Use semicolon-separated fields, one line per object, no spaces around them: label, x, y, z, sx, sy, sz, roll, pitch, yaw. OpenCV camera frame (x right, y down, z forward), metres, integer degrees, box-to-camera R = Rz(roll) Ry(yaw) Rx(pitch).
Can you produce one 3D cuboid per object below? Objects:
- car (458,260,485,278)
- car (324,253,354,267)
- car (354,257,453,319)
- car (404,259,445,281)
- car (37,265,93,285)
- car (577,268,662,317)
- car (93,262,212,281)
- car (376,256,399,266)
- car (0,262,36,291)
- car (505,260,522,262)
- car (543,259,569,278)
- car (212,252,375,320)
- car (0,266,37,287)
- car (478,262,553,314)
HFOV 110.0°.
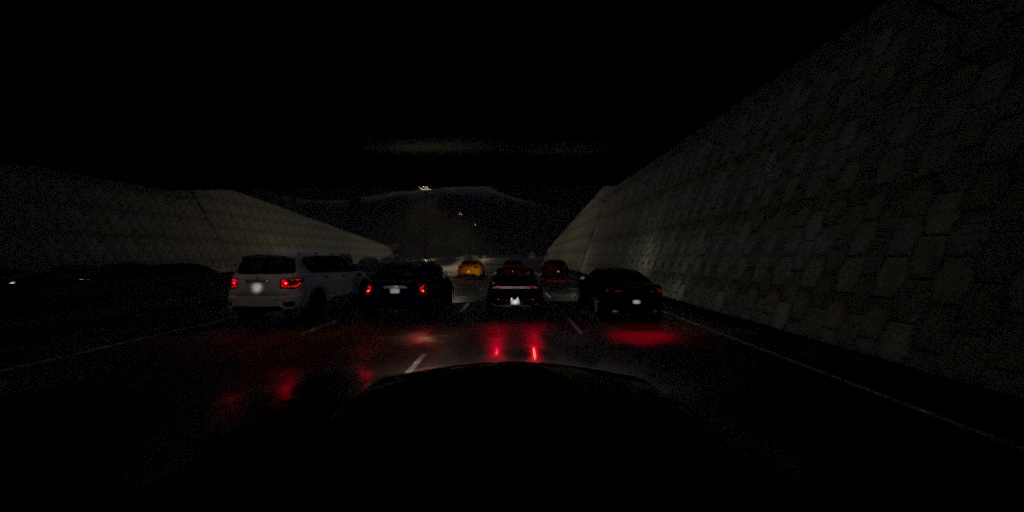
car;-3.387;1.036;30.483;1.882;1.535;5.008;0;0;0
car;-27.983;0.596;58.370;2.150;2.045;5.566;0;0;1
car;-3.402;1.029;12.542;2.097;1.767;4.553;0;0;0
car;-6.890;1.060;28.924;2.128;1.511;4.902;0;0;0
car;-21.096;1.110;19.239;1.882;1.535;5.008;0;0;0
car;3.599;1.154;12.827;1.882;1.535;5.008;0;0;0
car;-17.597;1.143;18.373;1.837;1.490;4.892;0;0;0
car;-20.985;0.851;60.718;2.128;1.511;4.902;0;0;1
car;-28.096;1.118;17.961;1.882;1.535;5.008;0;0;0
car;0.113;1.037;30.484;1.882;1.535;5.008;0;0;0
car;3.613;1.037;30.493;1.882;1.535;5.008;0;0;0
car;-6.900;0.900;12.389;2.150;2.045;5.566;0;0;0
car;-24.597;1.177;19.676;2.033;1.411;5.357;0;0;0
car;0.099;1.165;13.316;2.128;1.511;4.902;0;0;0
